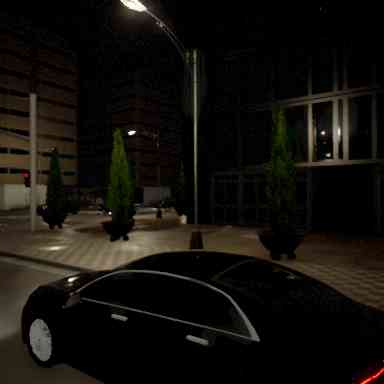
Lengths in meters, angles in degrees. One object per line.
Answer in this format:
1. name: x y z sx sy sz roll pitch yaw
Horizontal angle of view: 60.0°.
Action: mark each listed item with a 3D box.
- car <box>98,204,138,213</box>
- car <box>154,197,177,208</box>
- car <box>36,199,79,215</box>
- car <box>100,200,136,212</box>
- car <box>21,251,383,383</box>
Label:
1. car: -8.529 1.821 38.750 1.895 1.301 4.718 0 0 35
2. car: -3.876 1.593 51.760 2.097 1.767 4.553 0 0 35
3. car: -14.760 1.593 36.330 2.097 1.767 4.553 0 0 35
4. car: -9.639 1.766 43.582 1.812 1.442 4.674 0 0 35
5. car: -0.216 1.520 4.143 4.892 1.490 1.837 0 0 36
